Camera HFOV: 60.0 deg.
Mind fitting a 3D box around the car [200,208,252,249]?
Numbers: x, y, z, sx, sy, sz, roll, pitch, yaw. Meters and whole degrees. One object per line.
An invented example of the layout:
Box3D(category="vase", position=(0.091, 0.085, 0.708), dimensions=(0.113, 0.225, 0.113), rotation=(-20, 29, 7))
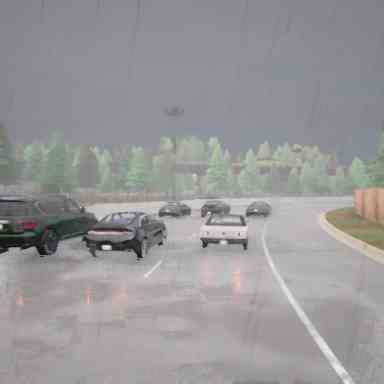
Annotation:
Box3D(category="car", position=(1.587, 1.610, 14.763), dimensions=(1.895, 1.301, 4.718), rotation=(0, 0, 10))

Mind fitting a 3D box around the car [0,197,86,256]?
Box3D(category="car", position=(-5.741, 1.200, 13.217), dimensions=(2.150, 2.045, 5.566), rotation=(0, 0, 8))

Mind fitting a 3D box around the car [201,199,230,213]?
Box3D(category="car", position=(2.246, 1.520, 30.349), dimensions=(1.837, 1.490, 4.892), rotation=(0, 0, 20))

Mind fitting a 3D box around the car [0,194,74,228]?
Box3D(category="car", position=(-10.994, 1.180, 23.582), dimensions=(2.150, 2.045, 5.566), rotation=(0, 0, 14))

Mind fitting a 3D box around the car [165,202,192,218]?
Box3D(category="car", position=(-1.459, 1.564, 30.317), dimensions=(1.994, 1.385, 4.181), rotation=(0, 0, 18))

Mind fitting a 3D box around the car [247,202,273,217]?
Box3D(category="car", position=(6.405, 1.597, 31.417), dimensions=(1.994, 1.385, 4.181), rotation=(0, 0, 21))

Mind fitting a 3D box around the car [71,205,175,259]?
Box3D(category="car", position=(-2.263, 1.485, 12.598), dimensions=(2.128, 1.511, 4.902), rotation=(0, 0, 8))

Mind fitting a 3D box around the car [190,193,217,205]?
Box3D(category="car", position=(2.167, 1.243, 60.460), dimensions=(2.150, 2.045, 5.566), rotation=(0, 0, 36))
